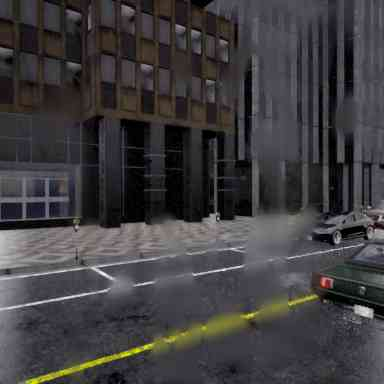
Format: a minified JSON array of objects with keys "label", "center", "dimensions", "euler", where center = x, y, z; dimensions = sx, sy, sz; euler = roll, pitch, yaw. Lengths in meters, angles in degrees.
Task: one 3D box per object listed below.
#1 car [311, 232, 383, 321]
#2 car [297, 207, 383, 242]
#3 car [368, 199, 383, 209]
[{"label":"car","center":[4.527,1.600,6.546],"dimensions":[4.718,1.301,1.895],"euler":[0,0,-35]},{"label":"car","center":[6.687,1.565,15.285],"dimensions":[4.313,1.339,1.947],"euler":[0,0,-35]},{"label":"car","center":[11.275,1.314,18.559],"dimensions":[5.009,1.841,2.192],"euler":[0,0,-35]}]
